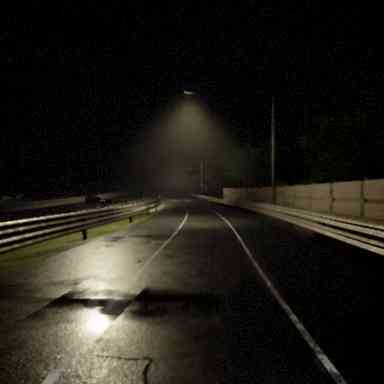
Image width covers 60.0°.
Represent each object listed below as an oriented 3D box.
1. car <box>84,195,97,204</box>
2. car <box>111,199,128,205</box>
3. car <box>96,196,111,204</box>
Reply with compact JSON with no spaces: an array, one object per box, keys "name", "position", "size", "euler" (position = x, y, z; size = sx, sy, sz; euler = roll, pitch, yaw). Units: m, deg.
[{"name":"car","position":[-23.782,1.756,80.004],"size":[2.150,2.045,5.566],"euler":[1,2,9]},{"name":"car","position":[-16.876,2.210,78.887],"size":[1.895,1.301,4.718],"euler":[1,2,9]},{"name":"car","position":[-20.334,2.099,79.421],"size":[2.128,1.511,4.902],"euler":[1,2,9]}]
